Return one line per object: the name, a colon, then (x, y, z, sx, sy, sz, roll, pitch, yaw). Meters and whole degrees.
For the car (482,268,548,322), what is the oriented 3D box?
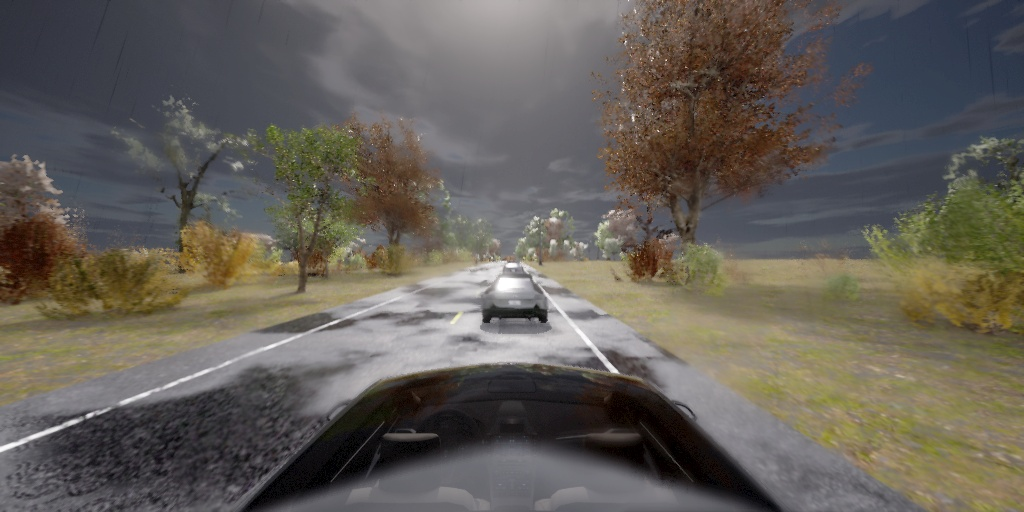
car: (0.091, 1.277, 12.097, 1.994, 1.385, 4.181, 0, 0, 0)

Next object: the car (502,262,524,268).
car: (0.099, 1.215, 30.993, 2.033, 1.411, 5.357, 0, 0, 0)
